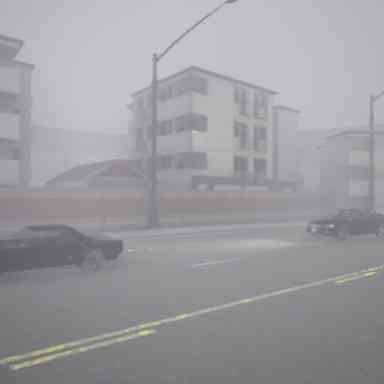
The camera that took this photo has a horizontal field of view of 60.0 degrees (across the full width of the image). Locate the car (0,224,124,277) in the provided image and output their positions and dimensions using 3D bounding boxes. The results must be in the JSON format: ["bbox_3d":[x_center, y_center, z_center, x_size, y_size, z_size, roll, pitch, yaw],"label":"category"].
[{"bbox_3d":[-4.459,1.614,9.365,4.718,1.301,1.895,1,0,-35],"label":"car"}]

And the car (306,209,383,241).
[{"bbox_3d":[8.275,1.648,17.521,4.902,1.511,2.128,1,0,-25],"label":"car"}]
